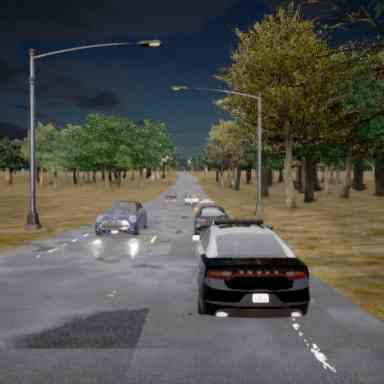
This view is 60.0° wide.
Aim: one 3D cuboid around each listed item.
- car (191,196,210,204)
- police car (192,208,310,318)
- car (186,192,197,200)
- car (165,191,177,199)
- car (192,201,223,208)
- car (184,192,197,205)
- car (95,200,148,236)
[{"bbox_3d":[1.020,1.297,23.731,1.801,1.575,5.366,0,1,0],"label":"car"},{"bbox_3d":[1.043,1.405,7.654,1.930,1.638,5.238,0,0,0],"label":"police car"},{"bbox_3d":[-0.080,0.660,58.234,1.895,1.301,4.718,0,2,0],"label":"car"},{"bbox_3d":[-3.656,0.581,59.344,1.994,1.385,4.181,0,2,0],"label":"car"},{"bbox_3d":[1.029,1.433,17.544,1.812,1.442,4.674,0,1,0],"label":"car"},{"bbox_3d":[-0.041,1.079,45.132,1.895,1.301,4.718,0,1,0],"label":"car"},{"bbox_3d":[-3.620,1.256,17.751,2.097,1.767,4.553,0,1,0],"label":"car"}]
